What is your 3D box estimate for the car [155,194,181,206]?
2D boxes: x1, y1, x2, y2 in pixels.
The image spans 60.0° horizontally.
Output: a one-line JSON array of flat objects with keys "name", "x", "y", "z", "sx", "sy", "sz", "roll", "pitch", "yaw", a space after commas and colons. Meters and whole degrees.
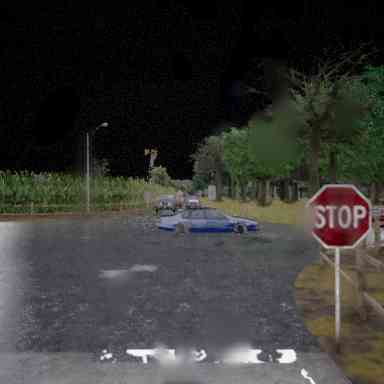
[{"name": "car", "x": -2.751, "y": 1.237, "z": 37.241, "sx": 2.150, "sy": 2.045, "sz": 5.566, "roll": 0, "pitch": 0, "yaw": 2}]

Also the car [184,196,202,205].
[{"name": "car", "x": 0.230, "y": 1.540, "z": 41.506, "sx": 1.812, "sy": 1.442, "sz": 4.674, "roll": 0, "pitch": 0, "yaw": 1}]

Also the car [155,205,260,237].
[{"name": "car", "x": 0.822, "y": 1.571, "z": 17.788, "sx": 5.357, "sy": 1.411, "sz": 2.033, "roll": 0, "pitch": -1, "yaw": 0}]

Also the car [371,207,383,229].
[{"name": "car", "x": 11.109, "y": 1.709, "z": 21.826, "sx": 5.008, "sy": 1.535, "sz": 1.882, "roll": 1, "pitch": -1, "yaw": 5}]

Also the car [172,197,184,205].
[{"name": "car", "x": -2.490, "y": 1.550, "z": 59.240, "sx": 1.812, "sy": 1.442, "sz": 4.674, "roll": 0, "pitch": 0, "yaw": 1}]

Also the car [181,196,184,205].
[{"name": "car", "x": -2.615, "y": 1.242, "z": 48.486, "sx": 2.150, "sy": 2.045, "sz": 5.566, "roll": 0, "pitch": 0, "yaw": 1}]

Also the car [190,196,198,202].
[{"name": "car", "x": 0.429, "y": 1.601, "z": 80.379, "sx": 1.994, "sy": 1.385, "sz": 4.181, "roll": 0, "pitch": 0, "yaw": 0}]

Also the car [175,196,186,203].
[{"name": "car", "x": -2.393, "y": 1.574, "z": 69.751, "sx": 2.033, "sy": 1.411, "sz": 5.357, "roll": 0, "pitch": 0, "yaw": 0}]
